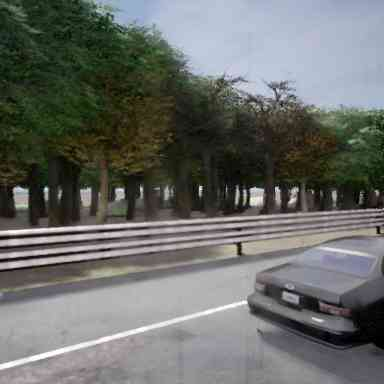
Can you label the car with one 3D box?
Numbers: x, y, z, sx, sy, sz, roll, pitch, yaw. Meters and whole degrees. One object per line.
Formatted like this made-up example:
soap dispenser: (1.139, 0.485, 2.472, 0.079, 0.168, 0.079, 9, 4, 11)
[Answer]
car: (3.449, 1.555, 6.202, 5.357, 1.411, 2.033, 0, 0, -36)
